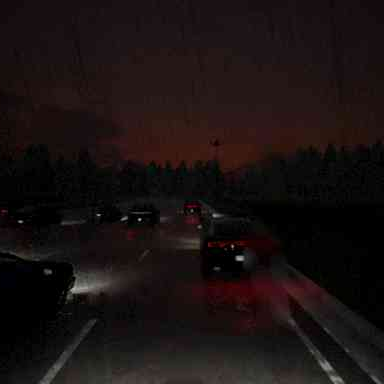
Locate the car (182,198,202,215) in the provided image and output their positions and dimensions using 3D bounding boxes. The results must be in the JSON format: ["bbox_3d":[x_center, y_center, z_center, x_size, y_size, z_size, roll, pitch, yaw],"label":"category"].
[{"bbox_3d":[0.030,1.681,36.767,1.837,1.490,4.892,0,-1,0],"label":"car"}]

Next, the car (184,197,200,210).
[{"bbox_3d":[-0.020,1.581,47.134,2.097,1.767,4.553,0,0,0],"label":"car"}]

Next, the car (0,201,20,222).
[{"bbox_3d":[-13.915,1.476,25.483,2.097,1.767,4.553,0,0,0],"label":"car"}]

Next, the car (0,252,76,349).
[{"bbox_3d":[-3.403,1.570,4.665,2.033,1.411,5.357,0,0,0],"label":"car"}]

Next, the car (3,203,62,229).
[{"bbox_3d":[-10.412,1.635,22.491,1.812,1.442,4.674,0,0,0],"label":"car"}]

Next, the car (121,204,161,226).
[{"bbox_3d":[-3.414,1.609,24.184,2.128,1.511,4.902,0,0,0],"label":"car"}]

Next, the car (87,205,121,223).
[{"bbox_3d":[-6.915,1.693,26.605,1.994,1.385,4.181,0,0,0],"label":"car"}]

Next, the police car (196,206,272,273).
[{"bbox_3d":[1.218,1.479,10.983,1.930,1.638,5.238,0,0,0],"label":"police car"}]
